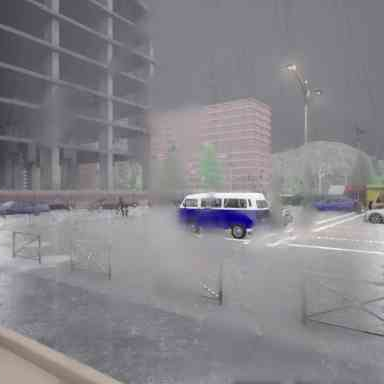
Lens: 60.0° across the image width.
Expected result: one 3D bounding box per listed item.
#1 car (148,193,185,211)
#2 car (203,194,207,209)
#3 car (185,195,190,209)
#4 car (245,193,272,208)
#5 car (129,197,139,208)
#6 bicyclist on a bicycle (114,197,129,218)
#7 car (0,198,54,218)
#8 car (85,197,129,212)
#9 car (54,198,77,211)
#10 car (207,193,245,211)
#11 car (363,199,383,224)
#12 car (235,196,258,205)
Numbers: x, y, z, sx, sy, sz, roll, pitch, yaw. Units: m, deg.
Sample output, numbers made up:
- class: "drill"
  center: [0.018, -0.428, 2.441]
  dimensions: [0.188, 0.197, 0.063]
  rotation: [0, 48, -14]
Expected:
- class: "car"
  center: [-3.841, 1.166, 47.305]
  dimensions: [2.150, 2.045, 5.566]
  rotation: [0, 0, 35]
- class: "car"
  center: [4.216, 1.449, 52.348]
  dimensions: [1.837, 1.490, 4.892]
  rotation: [0, 0, 35]
- class: "car"
  center: [-3.250, 1.166, 54.168]
  dimensions: [2.150, 2.045, 5.566]
  rotation: [0, 0, 35]
- class: "car"
  center: [11.046, 1.436, 56.138]
  dimensions: [2.128, 1.511, 4.902]
  rotation: [0, 0, 35]
- class: "car"
  center: [-9.376, 1.436, 45.547]
  dimensions: [2.128, 1.511, 4.902]
  rotation: [0, 0, 35]
- class: "bicyclist on a bicycle"
  center: [-5.482, 1.248, 25.945]
  dimensions: [1.656, 1.620, 0.582]
  rotation: [0, 0, 35]
- class: "car"
  center: [-15.837, 1.492, 30.320]
  dimensions: [2.033, 1.411, 5.357]
  rotation: [0, 0, 35]
- class: "car"
  center: [-10.015, 1.449, 38.577]
  dimensions: [1.837, 1.490, 4.892]
  rotation: [0, 0, 35]
- class: "car"
  center: [-15.297, 1.436, 37.159]
  dimensions: [2.128, 1.511, 4.902]
  rotation: [0, 0, 35]
- class: "car"
  center: [4.944, 1.166, 47.411]
  dimensions: [2.150, 2.045, 5.566]
  rotation: [0, 0, 36]
- class: "car"
  center: [13.270, 1.395, 21.463]
  dimensions: [3.806, 1.475, 1.970]
  rotation: [0, 0, 36]
- class: "car"
  center: [10.018, 1.436, 60.591]
  dimensions: [2.128, 1.511, 4.902]
  rotation: [0, 0, 35]
